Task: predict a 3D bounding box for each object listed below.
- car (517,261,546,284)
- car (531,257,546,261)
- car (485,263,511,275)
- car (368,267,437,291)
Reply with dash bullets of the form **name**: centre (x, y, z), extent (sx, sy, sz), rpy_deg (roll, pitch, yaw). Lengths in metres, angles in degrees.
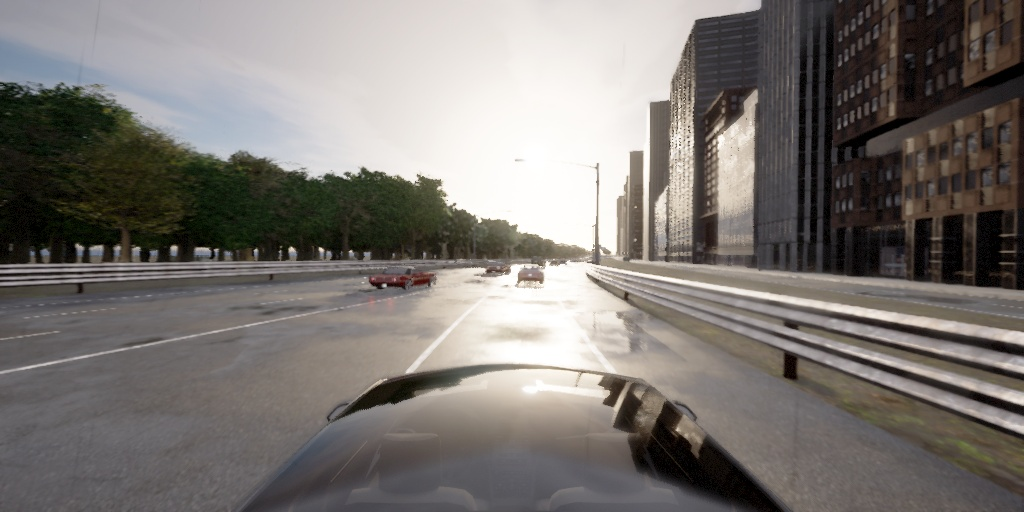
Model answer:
- **car**: centre (1.545, 1.360, 27.984), extent (1.994, 1.385, 4.181), rpy_deg (0, 0, 7)
- **car**: centre (4.809, 1.156, 65.349), extent (2.150, 2.045, 5.566), rpy_deg (1, 0, 14)
- **car**: centre (-1.443, 1.390, 40.089), extent (1.895, 1.301, 4.718), rpy_deg (1, 0, 14)
- **car**: centre (-6.173, 1.282, 21.013), extent (1.895, 1.301, 4.718), rpy_deg (1, 0, 14)
